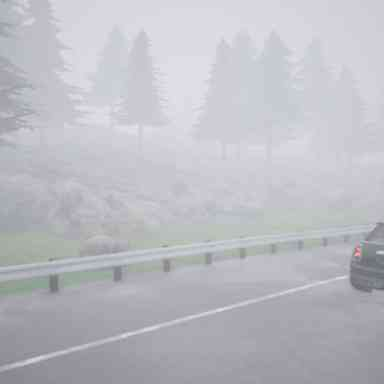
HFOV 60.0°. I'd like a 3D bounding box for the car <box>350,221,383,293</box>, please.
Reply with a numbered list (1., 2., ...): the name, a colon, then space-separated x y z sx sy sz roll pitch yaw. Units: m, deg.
1. car: 5.719 1.368 7.730 4.553 1.767 2.097 0 0 -35
